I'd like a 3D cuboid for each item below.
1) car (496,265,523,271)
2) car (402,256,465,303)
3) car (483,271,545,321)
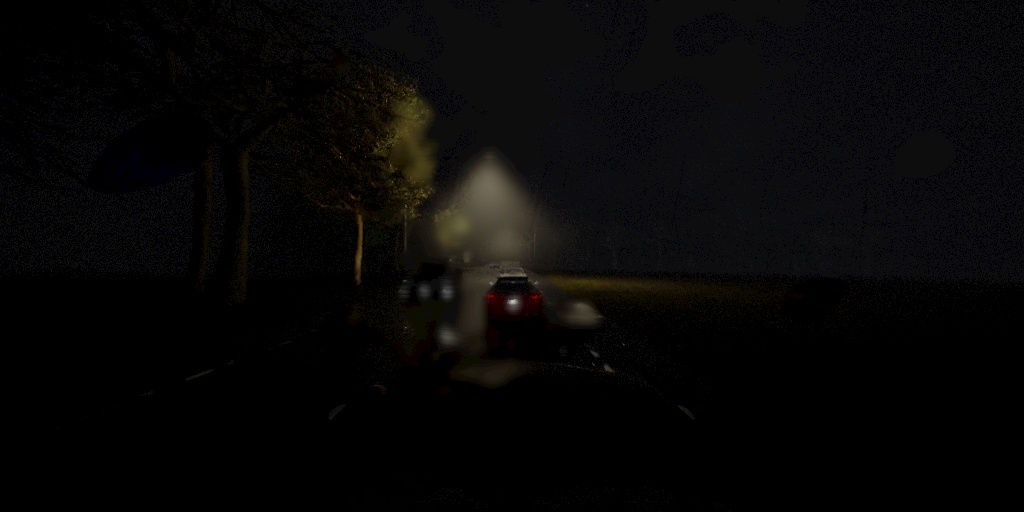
[{"bbox_3d":[0.059,1.499,26.091,1.895,1.301,4.718,0,0,0],"label":"car"},{"bbox_3d":[-3.627,1.053,17.552,2.150,2.045,5.566,0,1,0],"label":"car"},{"bbox_3d":[0.072,1.400,12.877,1.994,1.385,4.181,0,0,0],"label":"car"}]
